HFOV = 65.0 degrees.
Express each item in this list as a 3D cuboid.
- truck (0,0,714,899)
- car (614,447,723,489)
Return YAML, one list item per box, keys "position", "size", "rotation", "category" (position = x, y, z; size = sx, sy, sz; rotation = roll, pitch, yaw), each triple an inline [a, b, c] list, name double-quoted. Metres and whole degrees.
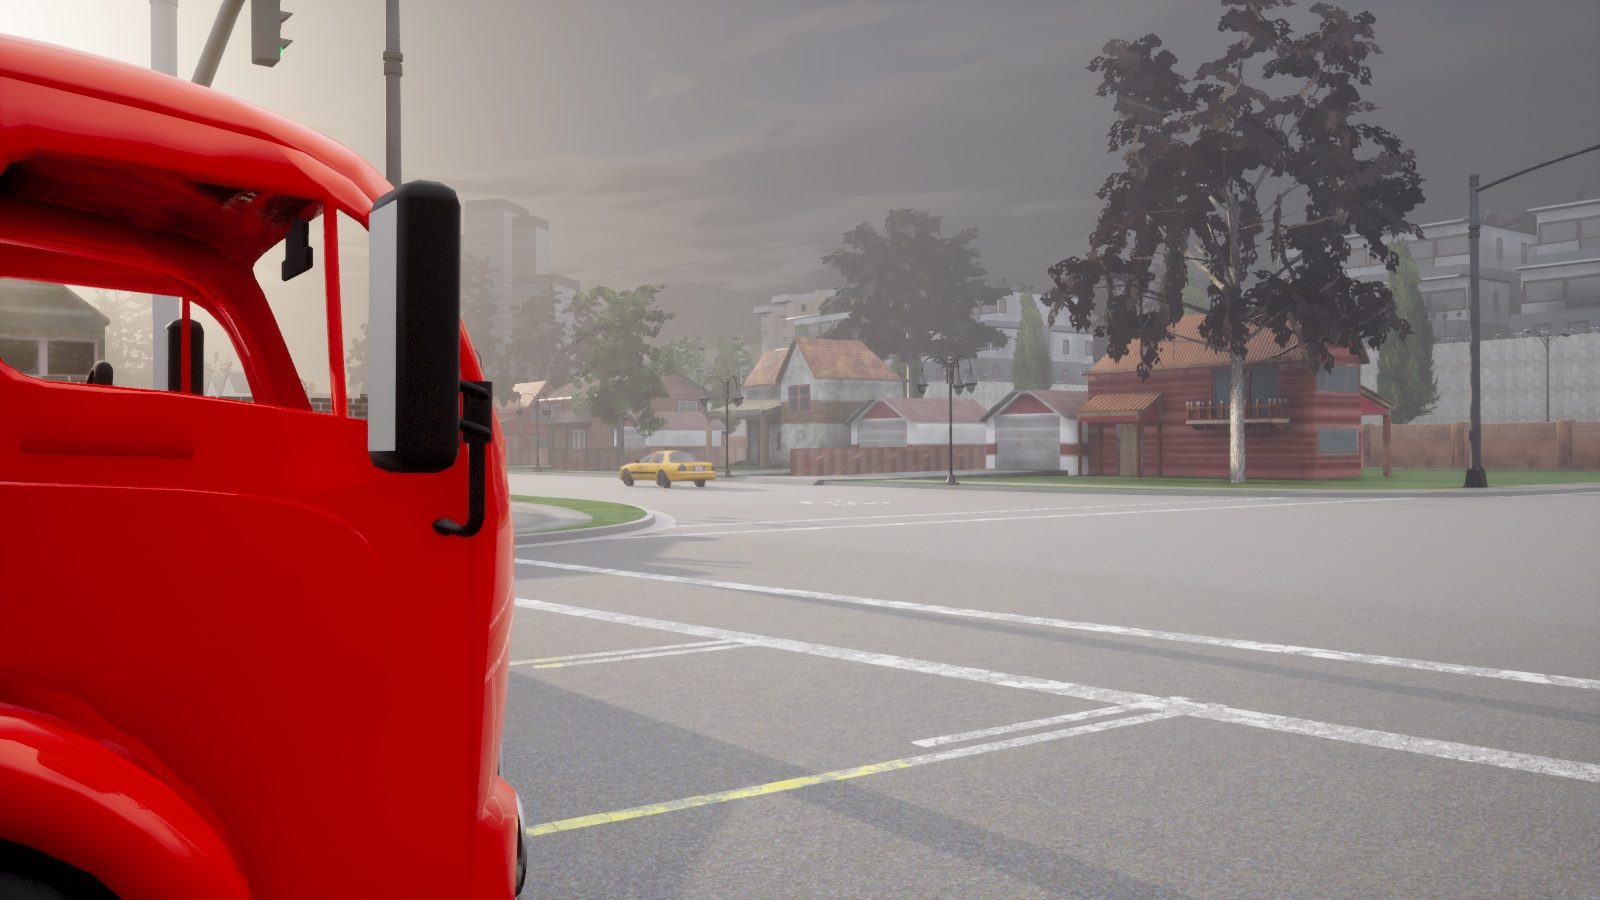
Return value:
- position: [-3.027, 0.263, 1.582]
  size: [5.204, 2.467, 2.627]
  rotation: [0, 0, -34]
  category: "truck"
- position: [-5.276, 0.691, 49.768]
  size: [1.801, 1.575, 5.366]
  rotation: [-1, 0, -36]
  category: "car"
